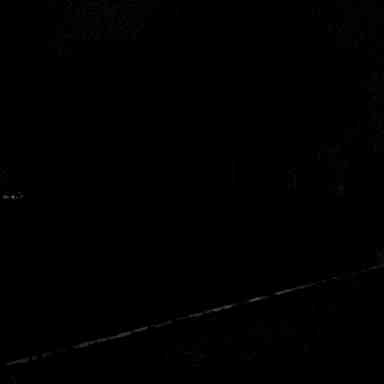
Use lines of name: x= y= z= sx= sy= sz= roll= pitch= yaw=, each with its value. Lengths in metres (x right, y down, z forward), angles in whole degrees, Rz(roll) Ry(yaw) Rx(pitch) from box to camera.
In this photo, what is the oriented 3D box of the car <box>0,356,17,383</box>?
car: x=-3.410 y=1.491 z=1.319 sx=4.902 sy=1.511 sz=2.128 roll=0 pitch=0 yaw=-35
